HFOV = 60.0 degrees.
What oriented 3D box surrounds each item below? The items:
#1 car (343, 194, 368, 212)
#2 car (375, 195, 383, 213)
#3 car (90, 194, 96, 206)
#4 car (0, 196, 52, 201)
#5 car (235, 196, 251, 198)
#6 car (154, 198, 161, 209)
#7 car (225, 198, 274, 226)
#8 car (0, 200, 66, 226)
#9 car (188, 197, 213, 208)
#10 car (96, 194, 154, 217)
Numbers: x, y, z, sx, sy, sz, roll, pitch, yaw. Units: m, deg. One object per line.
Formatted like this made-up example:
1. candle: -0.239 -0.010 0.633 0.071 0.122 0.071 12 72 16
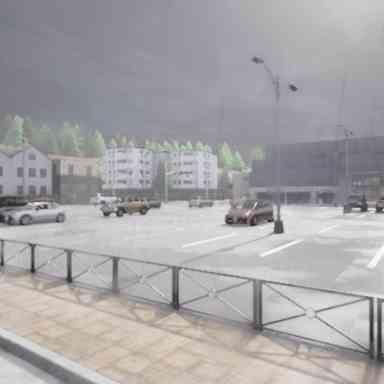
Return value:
1. car: 17.150 1.113 34.794 1.905 1.878 3.866 0 0 35
2. car: 19.764 1.117 33.460 1.932 1.855 4.605 0 0 35
3. car: -14.545 1.295 56.266 2.150 2.045 5.566 0 0 35
4. car: -13.095 1.227 25.186 1.905 1.878 3.866 0 0 35
5. car: 6.683 1.267 42.150 2.152 1.636 5.027 0 0 35
6. car: -5.803 1.471 41.914 2.007 1.523 4.514 0 0 35
7. car: 3.902 1.355 21.987 2.007 1.523 4.514 0 0 35
8. car: -10.725 1.492 22.773 1.970 1.475 3.806 0 0 35
9. car: 1.247 1.384 45.575 1.970 1.475 3.806 0 0 35
10. car: -5.881 1.229 29.733 1.932 1.855 4.605 0 0 35
